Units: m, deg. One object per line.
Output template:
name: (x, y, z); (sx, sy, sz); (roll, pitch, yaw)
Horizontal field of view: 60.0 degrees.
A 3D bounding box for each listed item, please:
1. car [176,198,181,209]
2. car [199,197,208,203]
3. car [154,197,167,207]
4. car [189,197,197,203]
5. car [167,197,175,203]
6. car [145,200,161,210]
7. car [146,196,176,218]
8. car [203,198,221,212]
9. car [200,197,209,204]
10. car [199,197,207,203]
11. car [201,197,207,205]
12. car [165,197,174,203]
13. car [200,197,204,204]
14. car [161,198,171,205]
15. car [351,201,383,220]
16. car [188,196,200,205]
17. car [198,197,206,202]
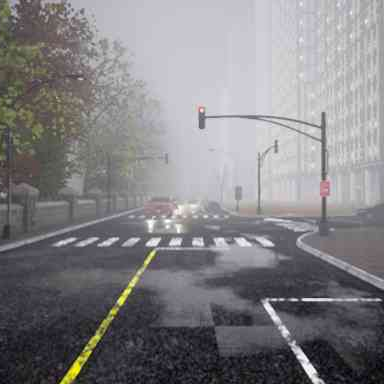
car: (-3.006, 1.790, 49.811); (1.837, 1.490, 4.892); (0, -1, 0)
car: (2.841, 1.933, 81.980); (1.967, 1.590, 4.097); (0, 0, 0)
car: (-5.580, 1.783, 59.467); (1.967, 1.590, 4.097); (0, 0, 0)
car: (0.145, 1.853, 79.845); (1.837, 1.490, 4.892); (0, 0, 0)
car: (-5.530, 2.076, 87.627); (1.887, 1.381, 4.507); (0, 0, 0)
car: (-5.602, 1.855, 48.201); (1.802, 1.307, 4.206); (0, 0, 0)
car: (-3.040, 1.405, 32.740); (2.150, 2.045, 5.566); (0, 0, 0)
car: (2.768, 1.806, 42.554); (1.947, 1.339, 4.313); (0, 0, 0)
car: (2.831, 1.894, 76.349); (1.967, 1.590, 4.097); (0, 0, 0)
car: (2.851, 2.082, 87.612); (2.008, 1.369, 4.403); (0, 0, 0)
car: (2.779, 1.840, 48.186); (1.947, 1.339, 4.313); (0, 0, 0)
car: (-5.539, 1.932, 81.995); (1.967, 1.590, 4.097); (0, 0, 0)
car: (2.789, 1.874, 53.819); (1.947, 1.339, 4.313); (0, 0, 0)
car: (-5.560, 1.940, 70.562); (1.752, 1.417, 4.829); (0, 0, 0)
car: (14.854, 1.396, 25.745); (4.674, 1.442, 1.812); (-1, -1, 0)
car: (0.127, 1.998, 69.874); (1.895, 1.301, 4.718); (0, 0, 0)
car: (2.861, 2.121, 93.244); (2.008, 1.369, 4.403); (0, 0, 0)
